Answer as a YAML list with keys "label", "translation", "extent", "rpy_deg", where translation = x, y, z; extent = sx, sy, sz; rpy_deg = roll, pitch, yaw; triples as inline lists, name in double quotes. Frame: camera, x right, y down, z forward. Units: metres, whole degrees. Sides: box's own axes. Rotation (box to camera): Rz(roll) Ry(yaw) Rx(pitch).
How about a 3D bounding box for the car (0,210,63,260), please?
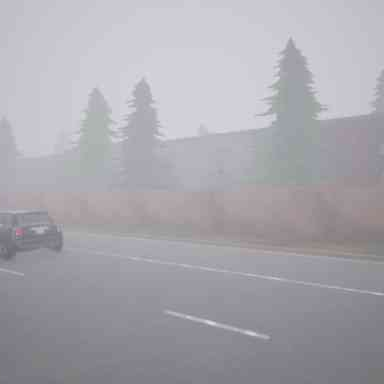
- label: "car"
  translation: [-7.246, 1.501, 13.357]
  extent: [4.553, 1.767, 2.097]
  rpy_deg: [-1, -1, 36]
